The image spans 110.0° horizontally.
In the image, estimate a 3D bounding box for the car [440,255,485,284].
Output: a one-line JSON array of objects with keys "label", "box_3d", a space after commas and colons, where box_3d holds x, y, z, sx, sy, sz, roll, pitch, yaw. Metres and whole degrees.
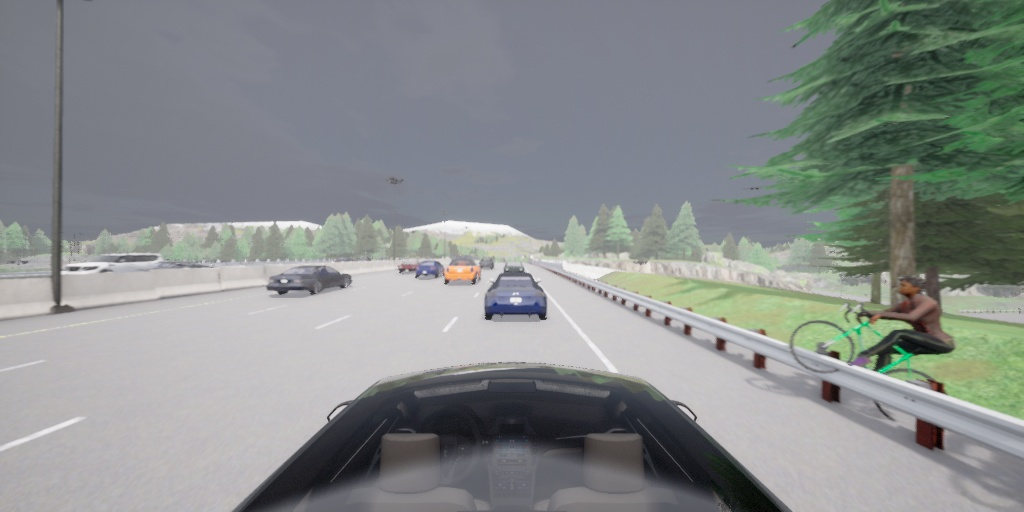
[{"label": "car", "box_3d": [-3.345, 0.940, 25.113, 2.097, 1.767, 4.553, 0, 0, 0]}]

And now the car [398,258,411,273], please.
[{"label": "car", "box_3d": [-10.335, 1.101, 37.614, 1.895, 1.301, 4.718, 0, 0, 0]}]

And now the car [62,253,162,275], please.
[{"label": "car", "box_3d": [-28.009, 0.798, 25.622, 2.150, 2.045, 5.566, 0, 0, 1]}]

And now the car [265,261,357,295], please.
[{"label": "car", "box_3d": [-10.369, 1.176, 18.840, 2.033, 1.411, 5.357, 0, 0, 0]}]

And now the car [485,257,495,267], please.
[{"label": "car", "box_3d": [-3.283, 0.932, 47.341, 2.128, 1.511, 4.902, 0, 0, 0]}]

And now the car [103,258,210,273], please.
[{"label": "car", "box_3d": [-21.039, 1.095, 21.963, 2.128, 1.511, 4.902, 0, 0, 0]}]

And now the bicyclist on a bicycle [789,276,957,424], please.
[{"label": "bicyclist on a bicycle", "box_3d": [4.591, 1.038, 4.383, 1.656, 1.620, 0.582, 35, 8, 22]}]

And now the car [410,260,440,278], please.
[{"label": "car", "box_3d": [-6.834, 1.077, 30.364, 1.812, 1.442, 4.674, 0, 0, 0]}]

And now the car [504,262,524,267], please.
[{"label": "car", "box_3d": [0.175, 1.143, 32.185, 1.895, 1.301, 4.718, 0, 0, 0]}]

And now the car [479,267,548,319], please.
[{"label": "car", "box_3d": [0.116, 1.240, 12.442, 1.994, 1.385, 4.181, 0, 0, 0]}]
